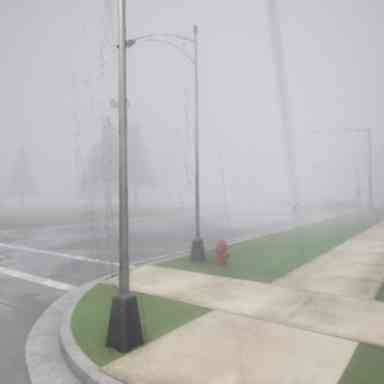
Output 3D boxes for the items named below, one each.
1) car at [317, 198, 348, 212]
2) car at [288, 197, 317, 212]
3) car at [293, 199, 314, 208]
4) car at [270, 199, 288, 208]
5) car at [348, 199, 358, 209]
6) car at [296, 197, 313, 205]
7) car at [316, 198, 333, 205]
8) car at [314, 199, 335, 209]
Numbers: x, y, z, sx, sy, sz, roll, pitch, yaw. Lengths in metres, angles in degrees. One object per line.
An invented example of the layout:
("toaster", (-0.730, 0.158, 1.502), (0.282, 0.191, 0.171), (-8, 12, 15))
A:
("car", (16.982, 1.625, 40.053), (1.837, 1.490, 4.892), (-1, -1, 36))
("car", (14.297, 1.690, 42.309), (1.812, 1.442, 4.674), (-1, -1, 36))
("car", (17.868, 1.771, 53.132), (1.994, 1.385, 4.181), (-1, -1, 36))
("car", (14.646, 1.799, 54.682), (2.033, 1.411, 5.357), (-1, -1, 38))
("car", (22.920, 1.685, 48.343), (1.994, 1.385, 4.181), (-1, -1, 36))
("car", (21.889, 1.777, 64.669), (1.812, 1.442, 4.674), (-1, -1, 36))
("car", (25.304, 1.808, 63.416), (1.895, 1.301, 4.718), (-1, -1, 36))
("car", (20.102, 1.765, 50.418), (1.895, 1.301, 4.718), (-1, -1, 36))
